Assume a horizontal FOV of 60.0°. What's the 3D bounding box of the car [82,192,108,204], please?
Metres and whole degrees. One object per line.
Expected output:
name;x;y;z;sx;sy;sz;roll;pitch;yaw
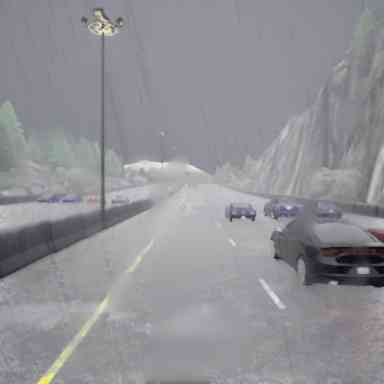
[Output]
car;-14.040;0.858;49.205;2.097;1.767;4.553;0;1;0

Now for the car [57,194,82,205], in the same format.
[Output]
car;-17.539;0.986;49.051;1.882;1.535;5.008;0;1;0

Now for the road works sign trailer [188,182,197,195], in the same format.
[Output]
road works sign trailer;0.051;-1.065;88.488;2.380;3.560;2.880;0;2;0

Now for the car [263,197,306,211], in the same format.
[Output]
car;7.088;1.204;26.422;2.097;1.767;4.553;0;0;0

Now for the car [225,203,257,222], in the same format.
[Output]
car;3.580;1.465;25.285;1.895;1.301;4.718;0;1;1

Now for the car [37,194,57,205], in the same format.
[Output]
car;-21.035;0.985;49.049;1.882;1.535;5.008;0;1;0

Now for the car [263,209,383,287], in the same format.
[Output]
car;3.561;1.462;9.351;1.882;1.535;5.008;0;0;0

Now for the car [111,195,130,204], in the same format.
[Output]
car;-10.542;1.110;49.085;1.895;1.301;4.718;0;1;0

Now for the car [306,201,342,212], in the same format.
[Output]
car;10.594;1.409;27.304;1.994;1.385;4.181;0;1;0
